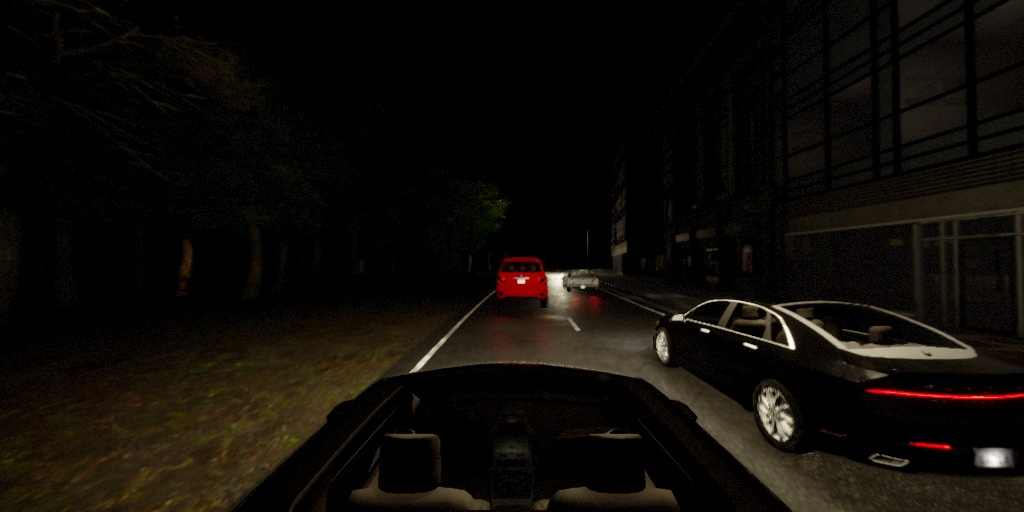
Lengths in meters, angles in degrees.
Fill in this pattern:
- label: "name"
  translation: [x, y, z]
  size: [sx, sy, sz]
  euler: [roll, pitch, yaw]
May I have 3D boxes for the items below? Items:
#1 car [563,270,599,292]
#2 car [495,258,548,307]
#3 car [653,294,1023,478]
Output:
- label: "car"
  translation: [4.374, 1.595, 23.564]
  size: [1.895, 1.301, 4.718]
  euler: [0, -1, 4]
- label: "car"
  translation: [0.474, 1.122, 16.576]
  size: [2.150, 2.045, 5.566]
  euler: [0, -1, 2]
- label: "car"
  translation: [3.662, 1.292, 5.131]
  size: [1.837, 1.490, 4.892]
  euler: [0, -1, 1]
